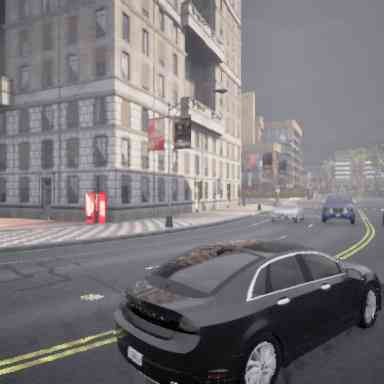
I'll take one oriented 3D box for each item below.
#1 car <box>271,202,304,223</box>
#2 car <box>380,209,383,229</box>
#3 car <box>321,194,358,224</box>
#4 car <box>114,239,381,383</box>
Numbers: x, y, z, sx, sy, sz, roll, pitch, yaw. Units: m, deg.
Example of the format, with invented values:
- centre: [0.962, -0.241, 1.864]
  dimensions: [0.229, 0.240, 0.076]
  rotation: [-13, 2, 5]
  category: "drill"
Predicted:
- centre: [7.401, 1.516, 25.471]
  dimensions: [1.812, 1.442, 4.674]
  rotation: [0, 0, 27]
  category: "car"
- centre: [12.884, 1.467, 20.597]
  dimensions: [1.882, 1.535, 5.008]
  rotation: [0, 0, 28]
  category: "car"
- centre: [11.063, 1.209, 24.946]
  dimensions: [2.150, 2.045, 5.566]
  rotation: [0, 0, 26]
  category: "car"
- centre: [1.218, 1.504, 5.173]
  dimensions: [4.892, 1.490, 1.837]
  rotation: [0, 1, -41]
  category: "car"
